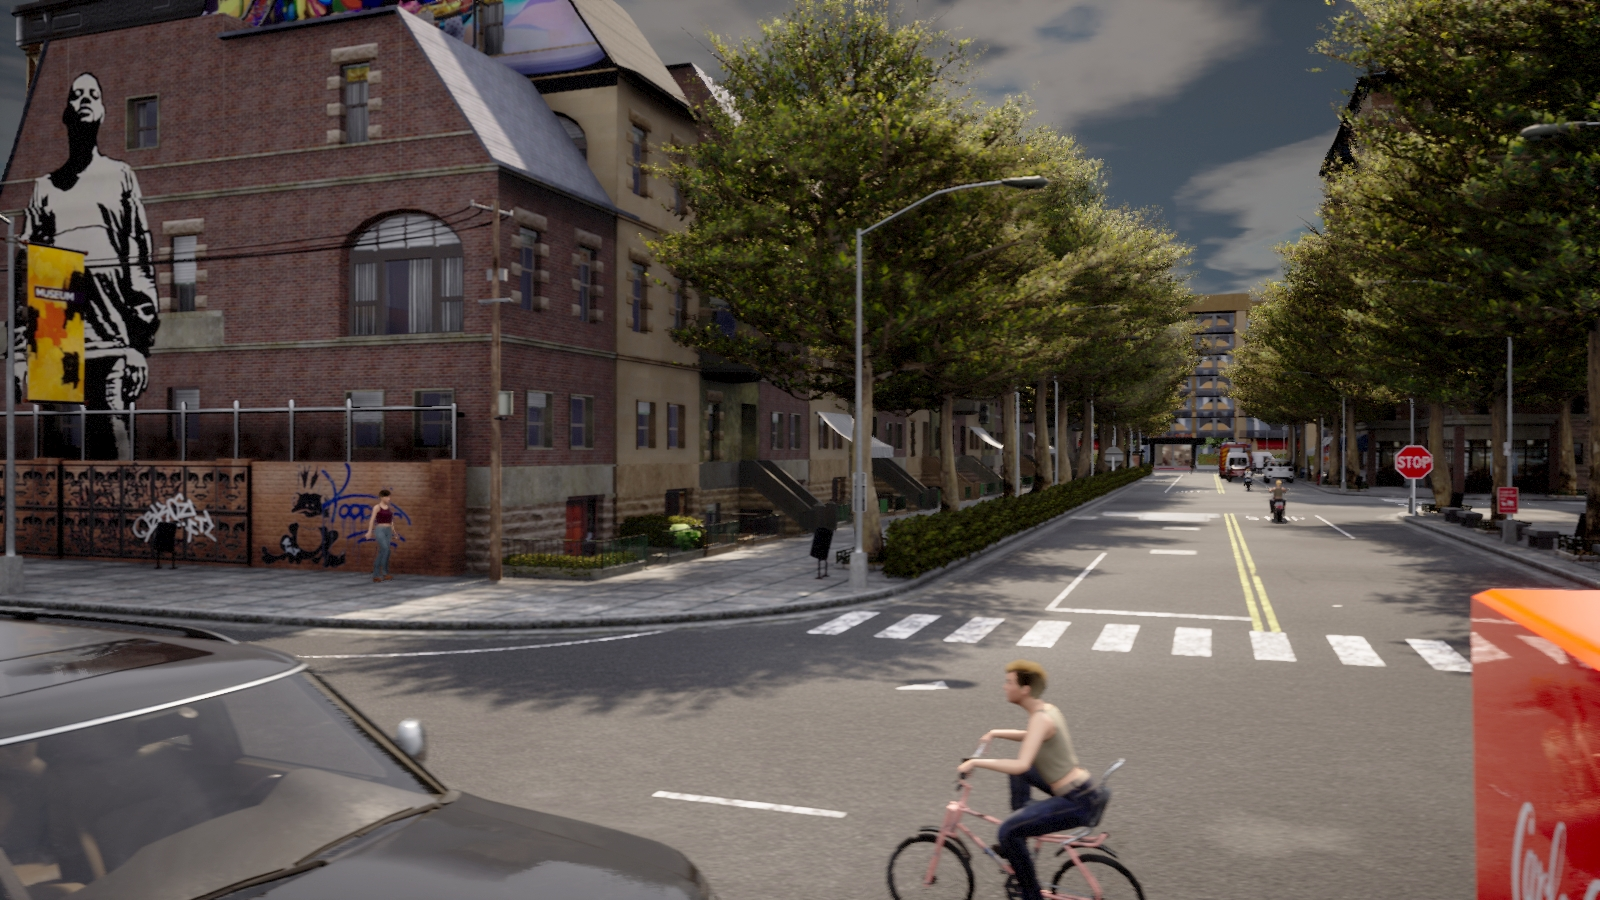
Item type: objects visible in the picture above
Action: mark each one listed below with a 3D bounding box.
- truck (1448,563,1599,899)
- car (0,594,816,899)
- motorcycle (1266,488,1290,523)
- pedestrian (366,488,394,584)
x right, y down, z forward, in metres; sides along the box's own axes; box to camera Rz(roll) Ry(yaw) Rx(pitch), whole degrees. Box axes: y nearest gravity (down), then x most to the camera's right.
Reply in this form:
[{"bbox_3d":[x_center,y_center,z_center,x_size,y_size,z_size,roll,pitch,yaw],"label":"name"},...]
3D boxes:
[{"bbox_3d":[4.220,1.582,1.769,5.204,2.467,2.627,-1,0,20],"label":"truck"},{"bbox_3d":[-2.923,1.773,4.332,5.566,2.045,2.150,0,0,20],"label":"car"},{"bbox_3d":[18.998,2.171,45.423,0.764,1.277,2.356,0,0,20],"label":"motorcycle"},{"bbox_3d":[-8.296,1.684,22.576,0.375,1.860,0.375,0,0,24],"label":"pedestrian"}]
